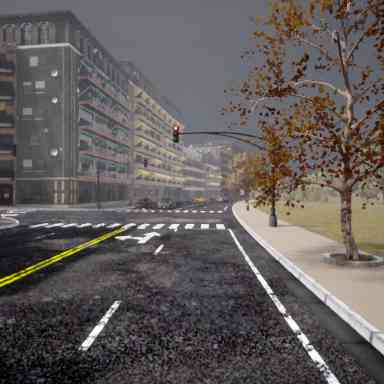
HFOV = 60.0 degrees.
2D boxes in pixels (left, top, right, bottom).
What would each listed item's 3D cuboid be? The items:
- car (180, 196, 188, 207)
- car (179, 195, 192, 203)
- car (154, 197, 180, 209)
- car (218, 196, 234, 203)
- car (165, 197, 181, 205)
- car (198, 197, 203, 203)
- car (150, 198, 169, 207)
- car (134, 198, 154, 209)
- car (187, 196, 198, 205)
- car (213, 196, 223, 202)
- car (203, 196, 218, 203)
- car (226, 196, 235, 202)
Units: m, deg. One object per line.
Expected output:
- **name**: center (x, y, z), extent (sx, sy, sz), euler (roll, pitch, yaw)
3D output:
- **car**: center (-2.355, 1.794, 55.878), extent (1.895, 1.301, 4.718), euler (0, 0, 8)
- **car**: center (-1.589, 1.689, 79.516), extent (2.097, 1.767, 4.553), euler (0, 0, 11)
- **car**: center (-3.515, 1.493, 46.962), extent (2.097, 1.767, 4.553), euler (0, 0, 7)
- **car**: center (7.877, 1.874, 77.124), extent (2.033, 1.411, 5.357), euler (0, 0, 11)
- **car**: center (-3.826, 1.808, 67.293), extent (2.033, 1.411, 5.357), euler (0, 0, 10)
- **car**: center (1.575, 1.815, 78.766), extent (1.882, 1.535, 5.008), euler (0, 0, 11)
- **car**: center (-5.479, 1.746, 56.943), extent (2.033, 1.411, 5.357), euler (0, 0, 8)
- **car**: center (-6.751, 1.647, 47.280), extent (1.837, 1.490, 4.892), euler (0, 0, 7)
- **car**: center (-0.700, 1.804, 66.323), extent (2.033, 1.411, 5.357), euler (0, 0, 10)
- **car**: center (6.800, 1.845, 87.849), extent (1.882, 1.535, 5.008), euler (0, 0, 13)
- **car**: center (4.680, 1.860, 77.707), extent (2.128, 1.511, 4.902), euler (0, 0, 11)
- **car**: center (10.068, 1.899, 87.560), extent (1.812, 1.442, 4.674), euler (0, 0, 13)
